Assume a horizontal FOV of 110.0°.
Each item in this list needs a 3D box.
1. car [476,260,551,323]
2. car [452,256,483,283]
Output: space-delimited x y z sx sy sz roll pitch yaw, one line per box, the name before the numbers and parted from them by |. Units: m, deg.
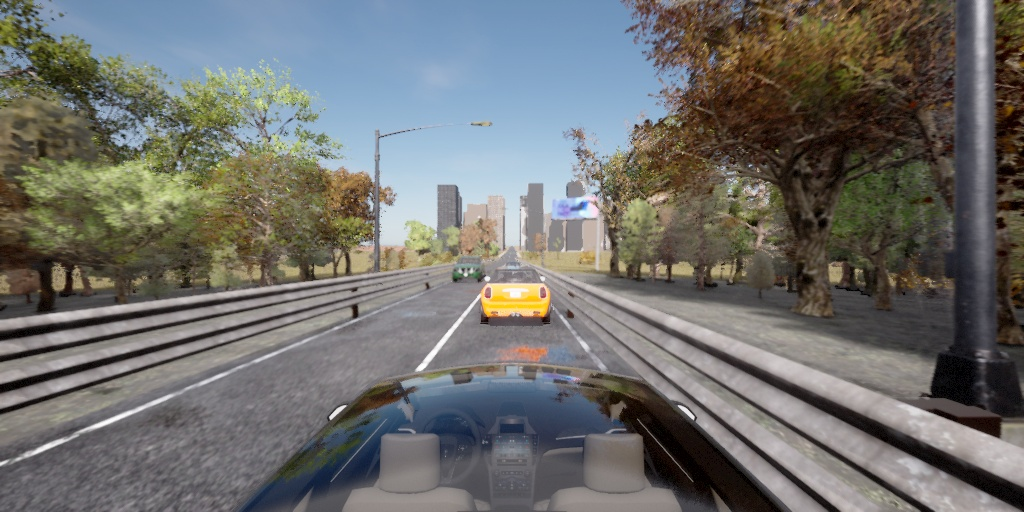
car | 0.104 1.113 12.296 2.097 1.767 4.553 0 0 0
car | -3.349 1.000 28.694 2.150 2.045 5.566 0 0 0
